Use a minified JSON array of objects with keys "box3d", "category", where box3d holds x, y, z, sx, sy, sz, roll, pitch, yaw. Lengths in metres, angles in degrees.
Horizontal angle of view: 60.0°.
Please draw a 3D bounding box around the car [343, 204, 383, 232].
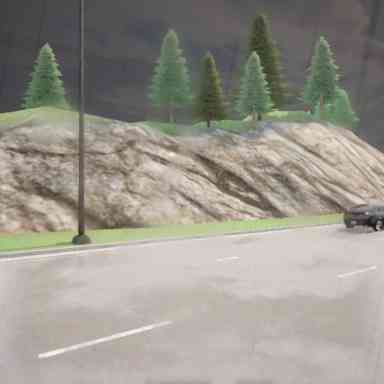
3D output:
[{"box3d":[11.169,1.503,20.341,4.892,1.490,1.837,0,0,-36],"category":"car"}]
